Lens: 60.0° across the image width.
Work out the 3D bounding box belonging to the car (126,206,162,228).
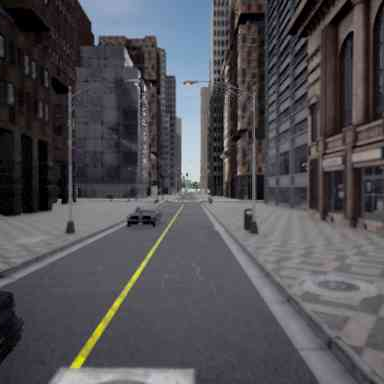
[{"bbox_3d":[-3.100,1.596,22.240,1.895,1.301,4.718,0,0,0],"label":"car"}]

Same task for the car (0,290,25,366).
[{"bbox_3d":[-3.059,1.547,1.871,2.033,1.411,5.357,0,0,1],"label":"car"}]
